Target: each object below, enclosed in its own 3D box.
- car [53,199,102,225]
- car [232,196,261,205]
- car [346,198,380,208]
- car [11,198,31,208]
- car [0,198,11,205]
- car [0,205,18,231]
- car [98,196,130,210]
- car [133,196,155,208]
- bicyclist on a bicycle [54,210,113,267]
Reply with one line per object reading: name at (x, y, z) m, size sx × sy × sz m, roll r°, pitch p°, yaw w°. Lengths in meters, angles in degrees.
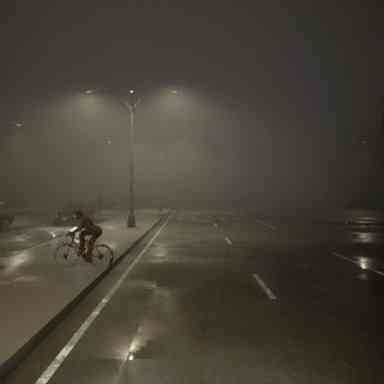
car at (-8.247, 1.505, 23.896) m, size 1.837 × 1.490 × 4.892 m, roll 0°, pitch 0°, yaw 0°
car at (9.332, 1.492, 57.122) m, size 4.902 × 1.511 × 2.128 m, roll 0°, pitch 0°, yaw 0°
car at (23.800, 1.564, 46.474) m, size 4.181 × 1.385 × 1.994 m, roll 0°, pitch 0°, yaw 0°
car at (-24.816, 1.564, 46.324) m, size 4.181 × 1.385 × 1.994 m, roll 0°, pitch 0°, yaw 0°
car at (-26.440, 1.525, 42.821) m, size 4.674 × 1.442 × 1.812 m, roll 0°, pitch 0°, yaw 0°
car at (-11.718, 1.601, 17.981) m, size 1.895 × 1.301 × 4.718 m, roll 0°, pitch 0°, yaw 0°
car at (-10.920, 1.477, 42.866) m, size 5.008 × 1.535 × 1.882 m, roll 0°, pitch 0°, yaw 0°
car at (-7.528, 1.352, 46.374) m, size 4.553 × 1.767 × 2.097 m, roll 0°, pitch 0°, yaw 0°
bicyclist on a bicycle at (-3.033, 1.336, 9.331) m, size 1.656 × 1.620 × 0.582 m, roll 1°, pitch 0°, yaw -2°
